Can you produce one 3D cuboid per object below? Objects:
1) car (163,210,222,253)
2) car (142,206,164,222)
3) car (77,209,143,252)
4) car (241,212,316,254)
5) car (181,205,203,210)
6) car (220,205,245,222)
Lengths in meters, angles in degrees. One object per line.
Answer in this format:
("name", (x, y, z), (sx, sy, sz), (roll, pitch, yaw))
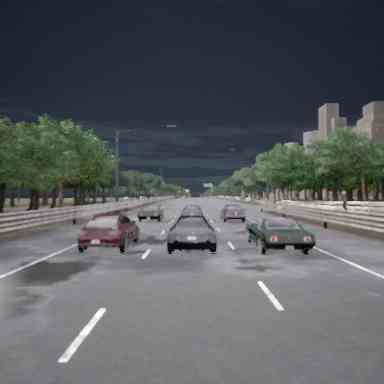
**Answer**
("car", (0.003, 1.700, 14.316), (1.994, 1.385, 4.181), (0, 0, 0))
("car", (-3.503, 1.870, 29.112), (1.895, 1.301, 4.718), (0, 0, 0))
("car", (-3.496, 1.662, 14.398), (1.812, 1.442, 4.674), (0, 0, 0))
("car", (3.500, 1.735, 14.114), (1.895, 1.301, 4.718), (0, 0, 0))
("car", (0.001, 1.835, 29.292), (1.994, 1.385, 4.181), (0, 0, 0))
("car", (3.496, 1.816, 28.995), (2.033, 1.411, 5.357), (0, 0, 0))
